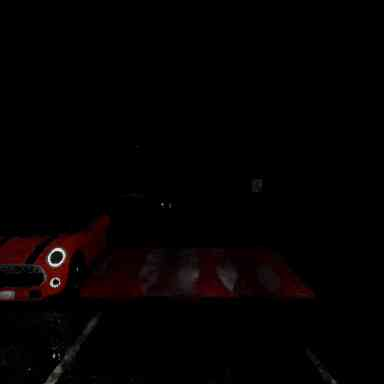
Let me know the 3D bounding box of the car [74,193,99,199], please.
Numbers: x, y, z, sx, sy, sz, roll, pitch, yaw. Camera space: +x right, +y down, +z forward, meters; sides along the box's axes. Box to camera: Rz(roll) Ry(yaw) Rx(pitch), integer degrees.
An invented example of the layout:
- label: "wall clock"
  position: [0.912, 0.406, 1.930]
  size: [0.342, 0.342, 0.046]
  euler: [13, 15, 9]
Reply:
- label: "car"
  position: [-24.012, 0.907, 75.719]
  size: [4.892, 1.521, 2.231]
  euler: [0, -1, 0]

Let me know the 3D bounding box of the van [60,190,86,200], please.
- label: "van"
  position: [-24.072, 0.551, 67.295]
  size: [4.442, 1.987, 1.878]
  euler: [0, -1, 0]

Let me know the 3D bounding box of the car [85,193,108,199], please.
- label: "car"
  position: [-24.076, 1.056, 83.903]
  size: [5.008, 1.535, 2.097]
  euler: [0, -1, 0]

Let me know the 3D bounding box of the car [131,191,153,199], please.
- label: "car"
  position: [-10.948, 0.720, 72.841]
  size: [4.553, 1.767, 2.185]
  euler: [0, -1, 0]

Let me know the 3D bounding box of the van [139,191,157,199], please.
- label: "van"
  position: [-11.119, 0.820, 83.940]
  size: [4.442, 1.987, 1.878]
  euler: [0, -1, 0]

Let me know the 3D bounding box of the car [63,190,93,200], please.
- label: "car"
  position: [-24.004, 0.562, 70.188]
  size: [5.566, 2.045, 2.435]
  euler: [0, -1, 0]

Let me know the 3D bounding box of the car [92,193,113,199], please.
- label: "car"
  position: [-24.119, 1.161, 89.568]
  size: [4.892, 1.521, 2.231]
  euler: [0, -1, 0]

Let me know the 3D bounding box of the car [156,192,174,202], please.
- label: "car"
  position: [-3.728, 0.745, 50.298]
  size: [2.128, 1.511, 4.902]
  euler: [0, 0, 0]

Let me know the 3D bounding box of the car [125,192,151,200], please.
- label: "car"
  position: [-10.879, 0.768, 67.290]
  size: [4.892, 1.521, 2.231]
  euler: [0, -1, 0]

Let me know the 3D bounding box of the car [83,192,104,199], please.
- label: "car"
  position: [-24.030, 0.882, 81.261]
  size: [4.553, 1.767, 2.185]
  euler: [0, -1, 0]

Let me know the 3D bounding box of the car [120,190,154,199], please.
- label: "car"
  position: [-10.667, 0.737, 64.523]
  size: [5.366, 1.575, 1.946]
  euler: [0, -1, 0]

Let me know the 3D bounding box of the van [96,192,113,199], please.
- label: "van"
  position: [-24.264, 0.985, 92.341]
  size: [4.442, 1.987, 1.878]
  euler: [0, -1, 0]

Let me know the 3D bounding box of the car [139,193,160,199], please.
- label: "car"
  position: [-11.028, 1.096, 86.712]
  size: [5.008, 1.535, 2.097]
  euler: [0, -1, 0]

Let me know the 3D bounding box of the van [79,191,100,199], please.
- label: "van"
  position: [-24.157, 0.731, 78.492]
  size: [4.442, 1.987, 1.878]
  euler: [0, -1, 0]

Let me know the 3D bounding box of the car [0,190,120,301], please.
- label: "car"
  position: [-3.417, 1.091, 8.279]
  size: [2.097, 1.767, 4.553]
  euler: [-1, 5, 0]

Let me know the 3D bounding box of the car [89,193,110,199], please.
- label: "car"
  position: [-24.099, 1.109, 86.799]
  size: [5.008, 1.535, 2.097]
  euler: [0, -1, 0]
